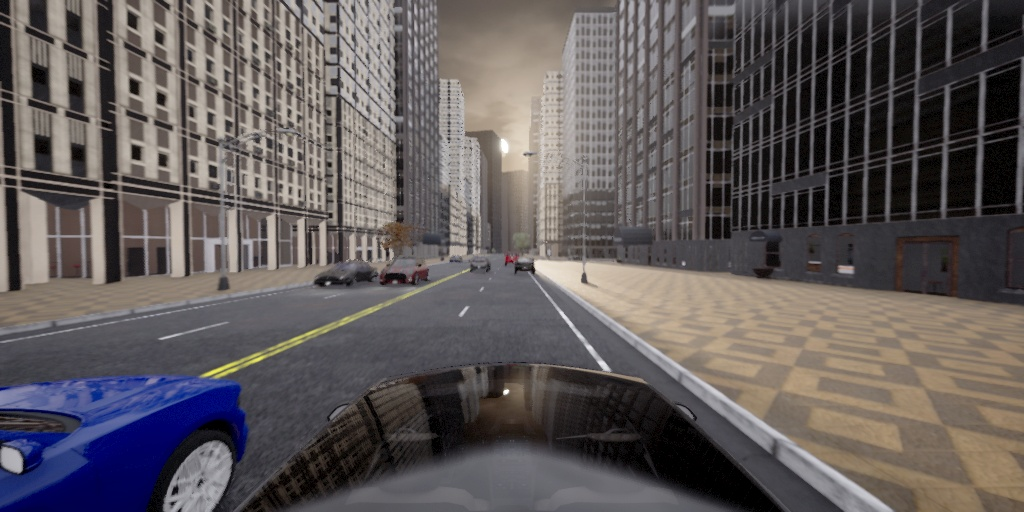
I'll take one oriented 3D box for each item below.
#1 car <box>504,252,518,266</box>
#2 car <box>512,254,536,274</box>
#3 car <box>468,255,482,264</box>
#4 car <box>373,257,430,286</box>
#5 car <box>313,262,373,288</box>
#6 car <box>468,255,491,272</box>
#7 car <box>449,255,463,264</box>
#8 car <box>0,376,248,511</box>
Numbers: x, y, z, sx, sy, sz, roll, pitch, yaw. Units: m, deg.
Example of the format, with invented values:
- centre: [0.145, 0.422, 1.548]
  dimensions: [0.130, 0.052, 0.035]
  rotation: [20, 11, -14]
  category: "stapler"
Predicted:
- centre: [0.031, 0.367, 52.385]
  dimensions: [2.150, 2.045, 5.566]
  rotation: [0, 1, 0]
  category: "car"
- centre: [1.153, 0.847, 33.639]
  dimensions: [1.882, 1.535, 5.008]
  rotation: [0, 1, 0]
  category: "car"
- centre: [-6.487, 0.593, 62.828]
  dimensions: [1.994, 1.385, 4.181]
  rotation: [0, 1, 1]
  category: "car"
- centre: [-6.582, 0.856, 22.405]
  dimensions: [2.097, 1.767, 4.553]
  rotation: [0, 1, 0]
  category: "car"
- centre: [-9.836, 1.058, 21.822]
  dimensions: [2.033, 1.411, 5.357]
  rotation: [0, 1, 0]
  category: "car"
- centre: [-3.132, 0.824, 36.683]
  dimensions: [2.128, 1.511, 4.902]
  rotation: [0, 1, 0]
  category: "car"
- centre: [-9.730, 0.586, 62.866]
  dimensions: [2.033, 1.411, 5.357]
  rotation: [0, 1, 0]
  category: "car"
- centre: [-3.152, 1.237, 0.955]
  dimensions: [1.882, 1.535, 5.008]
  rotation: [0, 1, 0]
  category: "car"
